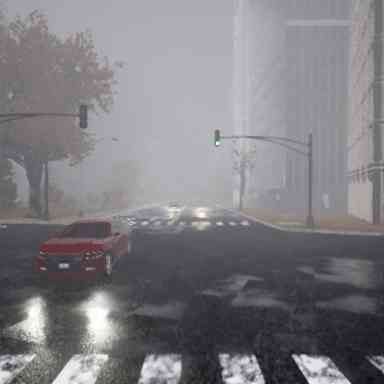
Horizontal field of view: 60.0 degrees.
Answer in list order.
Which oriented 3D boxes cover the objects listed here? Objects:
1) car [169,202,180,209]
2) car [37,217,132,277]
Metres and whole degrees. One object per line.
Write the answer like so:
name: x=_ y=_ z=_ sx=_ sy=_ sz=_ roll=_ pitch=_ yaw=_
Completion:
car: x=-3.246 y=2.435 z=61.937 sx=1.895 sy=1.301 sz=4.718 roll=0 pitch=-1 yaw=0
car: x=-3.250 y=1.627 z=10.938 sx=1.882 sy=1.535 sz=5.008 roll=0 pitch=-1 yaw=0
